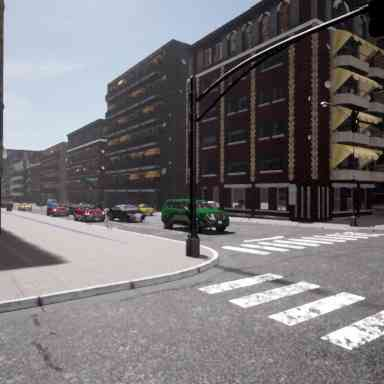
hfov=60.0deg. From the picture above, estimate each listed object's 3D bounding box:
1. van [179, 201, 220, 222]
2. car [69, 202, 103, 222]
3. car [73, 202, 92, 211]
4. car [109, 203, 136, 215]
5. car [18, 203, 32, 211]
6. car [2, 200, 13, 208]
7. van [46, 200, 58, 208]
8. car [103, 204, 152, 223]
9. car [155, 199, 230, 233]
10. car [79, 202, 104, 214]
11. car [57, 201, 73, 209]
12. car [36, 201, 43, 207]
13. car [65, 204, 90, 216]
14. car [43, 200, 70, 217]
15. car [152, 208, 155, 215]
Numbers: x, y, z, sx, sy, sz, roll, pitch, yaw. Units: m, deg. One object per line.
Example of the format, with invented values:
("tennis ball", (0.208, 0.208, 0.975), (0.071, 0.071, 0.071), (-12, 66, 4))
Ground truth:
("van", (0.646, 1.750, 31.200), (1.690, 1.788, 3.998), (-1, 0, -36))
("car", (-9.534, 1.908, 30.821), (1.967, 1.590, 4.097), (-1, 0, -36))
("car", (-19.370, 2.496, 58.709), (1.752, 1.417, 4.829), (-1, 0, -36))
("car", (-9.378, 2.253, 44.835), (1.947, 1.339, 4.313), (-1, 0, -36))
("car", (-29.215, 2.550, 58.153), (1.752, 1.417, 4.829), (-1, 0, -36))
("car", (-42.507, 2.719, 76.606), (2.192, 1.841, 5.009), (-1, 0, -36))
("van", (-32.463, 2.684, 76.886), (1.690, 1.788, 3.998), (-1, 0, -36))
("car", (-5.969, 1.929, 30.273), (2.128, 1.511, 4.902), (0, -1, -36))
("car", (0.042, 1.489, 21.923), (2.150, 2.045, 5.566), (0, -1, -36))
("car", (-14.425, 2.239, 47.487), (1.882, 1.535, 5.008), (0, -1, -36))
("car", (-25.866, 2.595, 67.728), (1.967, 1.590, 4.097), (-1, 0, -36))
("car", (-39.051, 3.097, 86.040), (1.947, 1.339, 4.313), (-1, 0, -36))
("car", (-14.647, 2.245, 42.368), (1.994, 1.385, 4.181), (0, -1, -35))
("car", (-16.128, 2.094, 39.978), (1.967, 1.590, 4.097), (-1, 0, -36))
("car", (-6.181, 2.122, 40.395), (1.752, 1.417, 4.829), (-1, 0, -36))
